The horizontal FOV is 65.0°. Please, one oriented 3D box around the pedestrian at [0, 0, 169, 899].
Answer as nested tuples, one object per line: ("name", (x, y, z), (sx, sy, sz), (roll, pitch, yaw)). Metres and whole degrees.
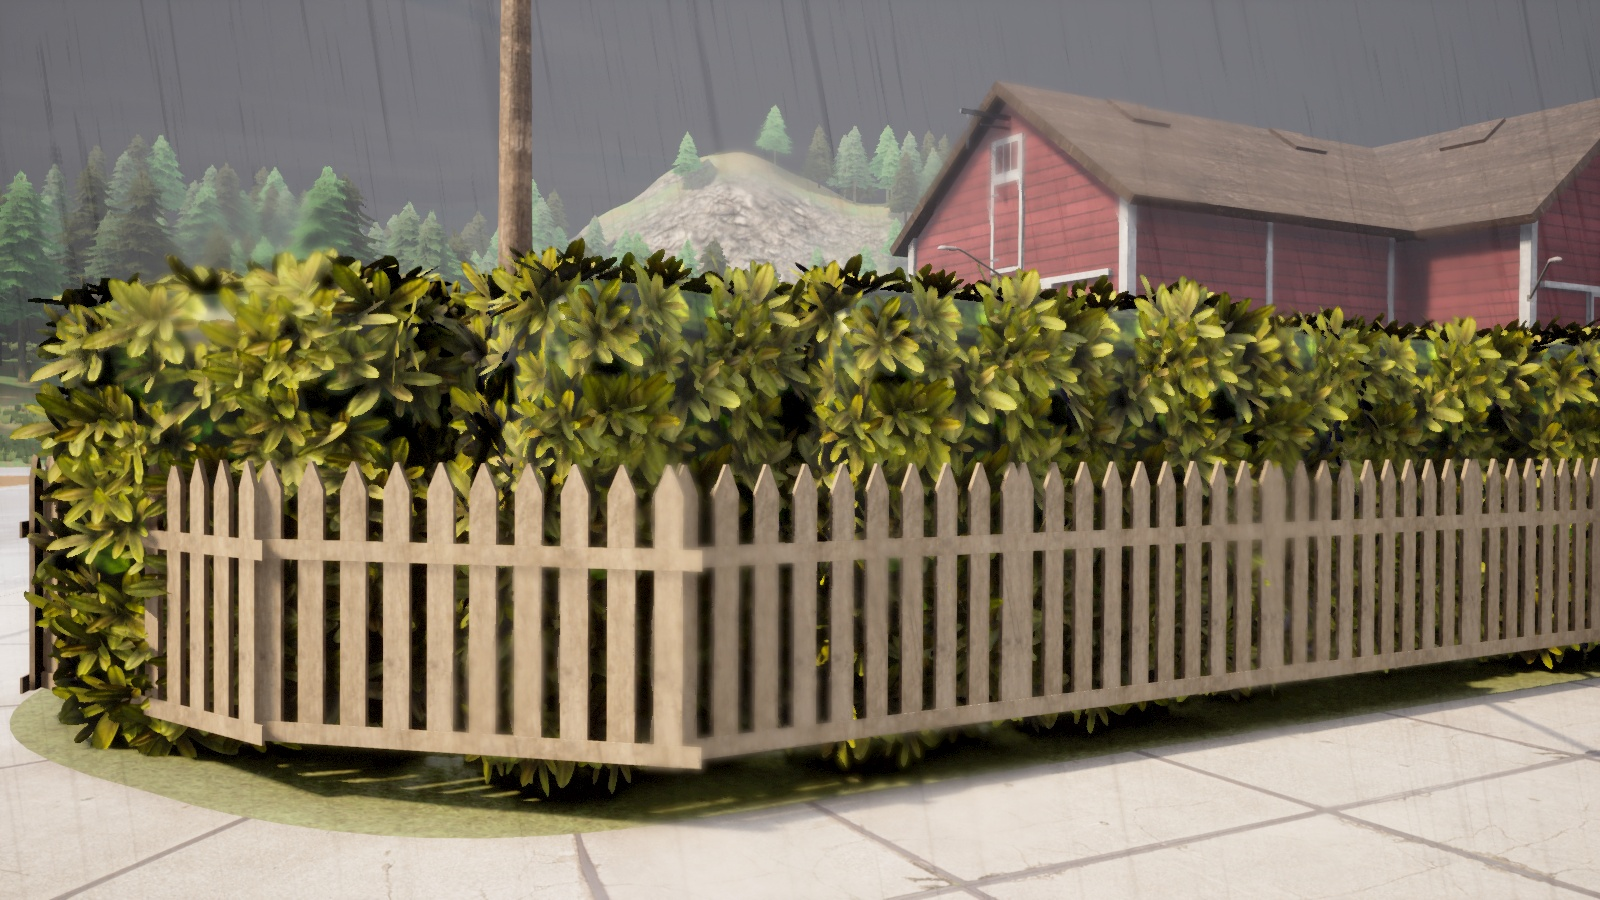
("pedestrian", (-0.938, 0.594, 0.746), (0.900, 1.855, 0.874), (-1, 1, -35))
